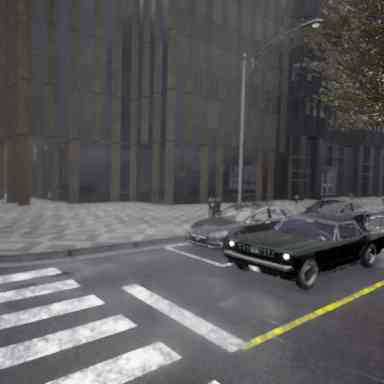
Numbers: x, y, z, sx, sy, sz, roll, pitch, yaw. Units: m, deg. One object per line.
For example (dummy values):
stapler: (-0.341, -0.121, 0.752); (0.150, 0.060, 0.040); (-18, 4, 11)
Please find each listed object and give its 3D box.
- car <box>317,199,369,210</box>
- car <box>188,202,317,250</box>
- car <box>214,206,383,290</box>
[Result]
car: (6.097, 1.004, 14.347); (4.313, 1.339, 1.947); (-1, 4, -40)
car: (1.849, 1.050, 10.833); (4.403, 1.369, 2.008); (-1, 4, -40)
car: (3.000, 1.261, 8.340); (4.718, 1.301, 1.895); (-1, 4, -40)
